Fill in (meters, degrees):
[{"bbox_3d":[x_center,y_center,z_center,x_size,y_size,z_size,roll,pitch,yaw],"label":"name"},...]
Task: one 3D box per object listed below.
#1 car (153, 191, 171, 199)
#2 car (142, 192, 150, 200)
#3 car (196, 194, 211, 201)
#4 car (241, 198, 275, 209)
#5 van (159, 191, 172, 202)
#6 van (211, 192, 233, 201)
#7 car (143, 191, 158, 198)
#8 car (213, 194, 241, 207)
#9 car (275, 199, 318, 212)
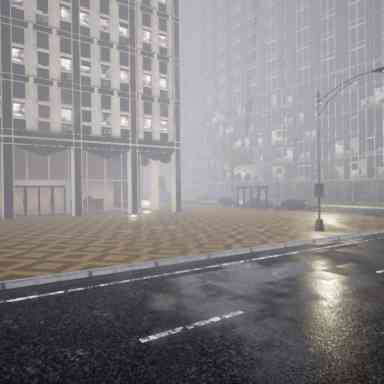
[{"bbox_3d":[-7.115,0.614,78.154,2.192,1.841,5.009,0,1,-34],"label":"car"},{"bbox_3d":[-10.805,1.038,68.729,2.008,1.369,4.403,0,1,-34],"label":"car"},{"bbox_3d":[2.539,1.042,64.103,1.802,1.307,4.206,-1,1,-34],"label":"car"},{"bbox_3d":[8.410,1.387,40.559,1.802,1.307,4.206,-1,1,-34],"label":"car"},{"bbox_3d":[-4.368,0.936,59.357,1.690,1.788,3.998,0,1,-34],"label":"van"},{"bbox_3d":[5.757,0.854,59.415,1.690,1.788,3.998,-1,1,-34],"label":"van"},{"bbox_3d":[-10.334,0.685,82.840,1.967,1.590,4.097,0,1,-34],"label":"car"},{"bbox_3d":[5.240,1.318,45.276,1.947,1.339,4.313,-1,1,-34],"label":"car"},{"bbox_3d":[11.614,1.422,35.862,1.947,1.339,4.313,-1,1,-34],"label":"car"}]
